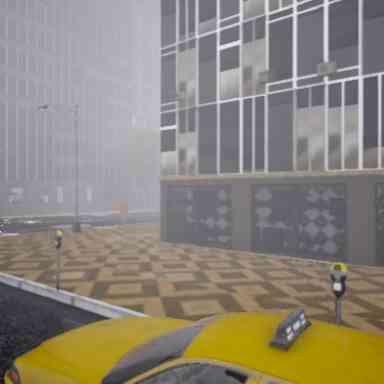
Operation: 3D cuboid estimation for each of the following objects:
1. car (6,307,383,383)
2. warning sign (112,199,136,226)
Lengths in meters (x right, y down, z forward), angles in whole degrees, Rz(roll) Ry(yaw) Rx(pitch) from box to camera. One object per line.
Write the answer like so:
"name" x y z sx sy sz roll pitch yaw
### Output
"car" 0.452 1.524 2.397 4.829 1.417 1.752 0 0 35
"warning sign" -4.960 1.439 24.311 1.300 1.860 1.060 1 1 33
